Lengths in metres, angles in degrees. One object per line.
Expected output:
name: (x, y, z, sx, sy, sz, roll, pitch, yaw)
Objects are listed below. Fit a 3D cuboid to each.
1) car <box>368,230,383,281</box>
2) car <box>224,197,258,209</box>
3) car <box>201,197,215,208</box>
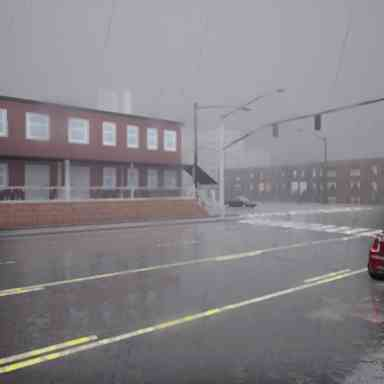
car: (6.502, 1.302, 8.448, 4.553, 1.767, 2.097, 0, 0, -35)
car: (6.076, 1.359, 41.802, 1.837, 1.490, 4.892, 0, 0, -36)
car: (0.885, 1.376, 43.031, 1.837, 1.490, 4.892, 0, 0, -35)
